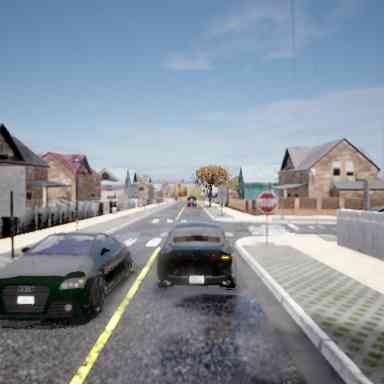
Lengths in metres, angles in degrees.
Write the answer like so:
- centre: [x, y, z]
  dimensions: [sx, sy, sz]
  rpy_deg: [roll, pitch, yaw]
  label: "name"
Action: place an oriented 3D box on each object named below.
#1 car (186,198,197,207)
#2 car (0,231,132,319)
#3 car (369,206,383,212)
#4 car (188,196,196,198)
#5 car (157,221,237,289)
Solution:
- centre: [-0.063, 2.263, 65.319]
  dimensions: [1.895, 1.301, 4.718]
  rpy_deg: [0, -1, 0]
  label: "car"
- centre: [-2.681, 1.611, 7.487]
  dimensions: [1.994, 1.385, 4.181]
  rpy_deg: [0, 0, 2]
  label: "car"
- centre: [12.724, 1.684, 22.166]
  dimensions: [4.892, 1.490, 1.837]
  rpy_deg: [0, 2, 8]
  label: "car"
- centre: [-0.073, 1.867, 75.345]
  dimensions: [2.150, 2.045, 5.566]
  rpy_deg: [0, -1, 0]
  label: "car"
- centre: [0.133, 1.567, 9.333]
  dimensions: [1.837, 1.490, 4.892]
  rpy_deg: [0, 0, 1]
  label: "car"
